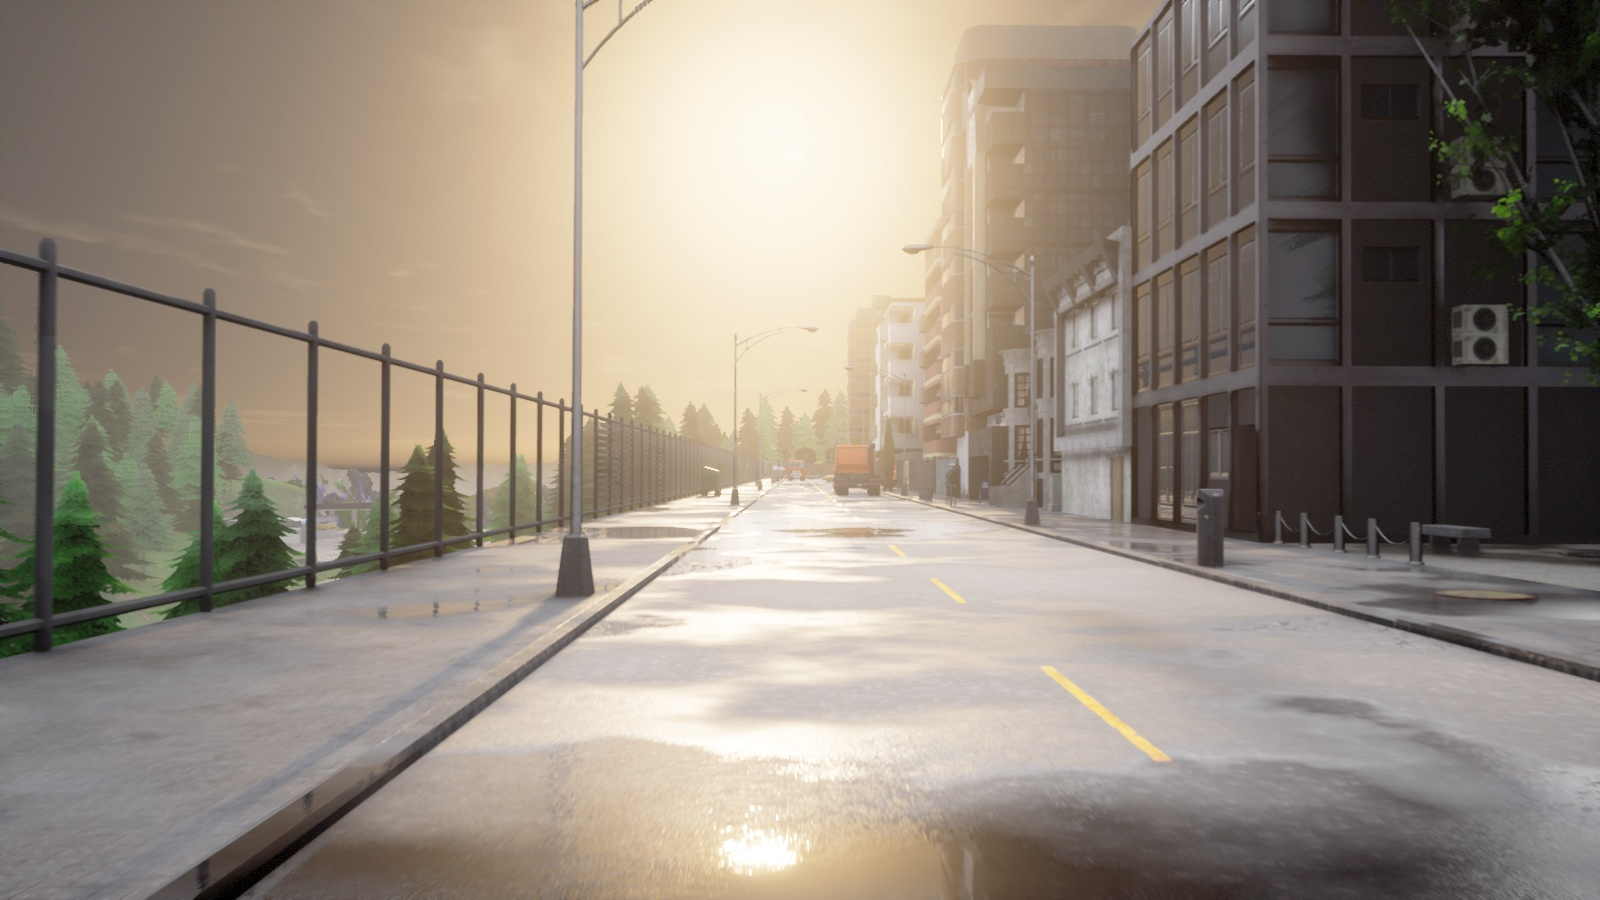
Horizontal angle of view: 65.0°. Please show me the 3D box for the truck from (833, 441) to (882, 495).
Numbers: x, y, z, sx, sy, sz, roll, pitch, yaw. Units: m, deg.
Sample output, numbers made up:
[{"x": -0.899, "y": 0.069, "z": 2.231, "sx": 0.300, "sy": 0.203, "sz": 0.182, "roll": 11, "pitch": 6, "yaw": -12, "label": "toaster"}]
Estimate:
[{"x": 3.761, "y": 1.220, "z": 83.783, "sx": 2.891, "sy": 3.462, "sz": 7.936, "roll": 0, "pitch": -1, "yaw": 0, "label": "truck"}]
